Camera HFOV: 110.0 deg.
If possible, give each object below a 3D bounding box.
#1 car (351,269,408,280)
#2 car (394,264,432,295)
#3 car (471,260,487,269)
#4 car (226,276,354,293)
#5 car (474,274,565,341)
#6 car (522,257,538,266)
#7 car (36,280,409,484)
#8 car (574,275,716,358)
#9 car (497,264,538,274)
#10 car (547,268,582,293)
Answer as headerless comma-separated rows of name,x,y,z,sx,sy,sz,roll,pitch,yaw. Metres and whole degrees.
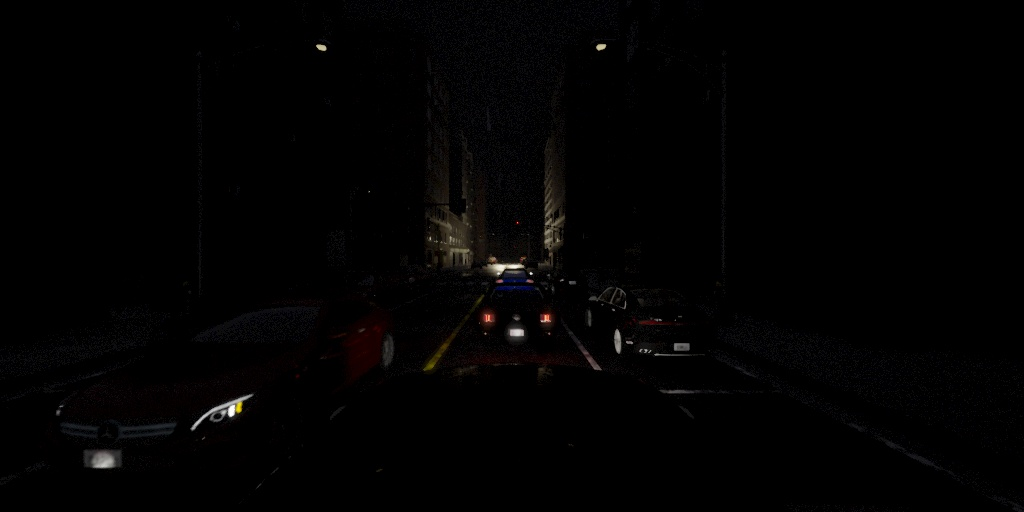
car,-5.635,1.332,13.760,1.802,1.307,4.207,0,0,0
car,-5.618,1.190,19.261,1.967,1.591,4.097,0,0,0
car,-5.475,1.367,56.363,1.802,1.307,4.207,0,0,0
car,-5.650,1.315,8.258,1.948,1.339,4.313,0,0,0
car,0.118,1.351,9.858,1.895,1.301,4.718,0,0,0
car,3.050,1.225,56.325,1.967,1.591,4.097,0,0,0
car,-3.083,1.275,5.042,1.812,1.442,4.674,0,0,0
car,2.875,1.300,8.234,2.007,1.370,4.403,0,0,0
car,0.145,1.314,18.617,1.994,1.385,4.181,0,0,1
car,2.907,1.316,19.236,1.948,1.339,4.313,0,0,0
